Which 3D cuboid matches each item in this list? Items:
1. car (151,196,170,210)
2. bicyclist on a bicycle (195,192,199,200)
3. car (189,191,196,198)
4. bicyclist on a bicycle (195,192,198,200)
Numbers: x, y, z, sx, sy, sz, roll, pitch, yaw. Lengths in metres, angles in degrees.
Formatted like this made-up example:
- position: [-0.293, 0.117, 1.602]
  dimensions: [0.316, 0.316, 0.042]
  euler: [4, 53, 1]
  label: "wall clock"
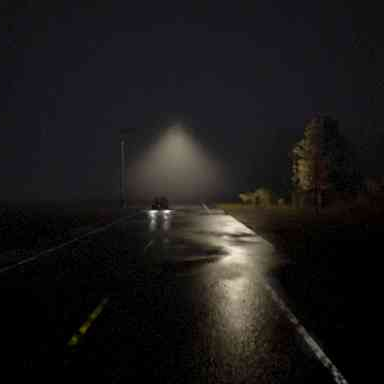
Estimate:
- position: [-3.578, 1.228, 38.323]
  dimensions: [1.837, 1.490, 4.892]
  euler: [0, 0, 0]
  label: "car"
- position: [0.987, 0.916, 62.991]
  dimensions: [0.659, 1.776, 1.843]
  euler: [0, 0, 0]
  label: "bicyclist on a bicycle"
- position: [0.035, 0.802, 89.285]
  dimensions: [1.895, 1.301, 4.718]
  euler: [0, 0, 0]
  label: "car"
- position: [0.990, 0.851, 71.991]
  dimensions: [0.659, 1.776, 1.843]
  euler: [0, 0, 0]
  label: "bicyclist on a bicycle"
